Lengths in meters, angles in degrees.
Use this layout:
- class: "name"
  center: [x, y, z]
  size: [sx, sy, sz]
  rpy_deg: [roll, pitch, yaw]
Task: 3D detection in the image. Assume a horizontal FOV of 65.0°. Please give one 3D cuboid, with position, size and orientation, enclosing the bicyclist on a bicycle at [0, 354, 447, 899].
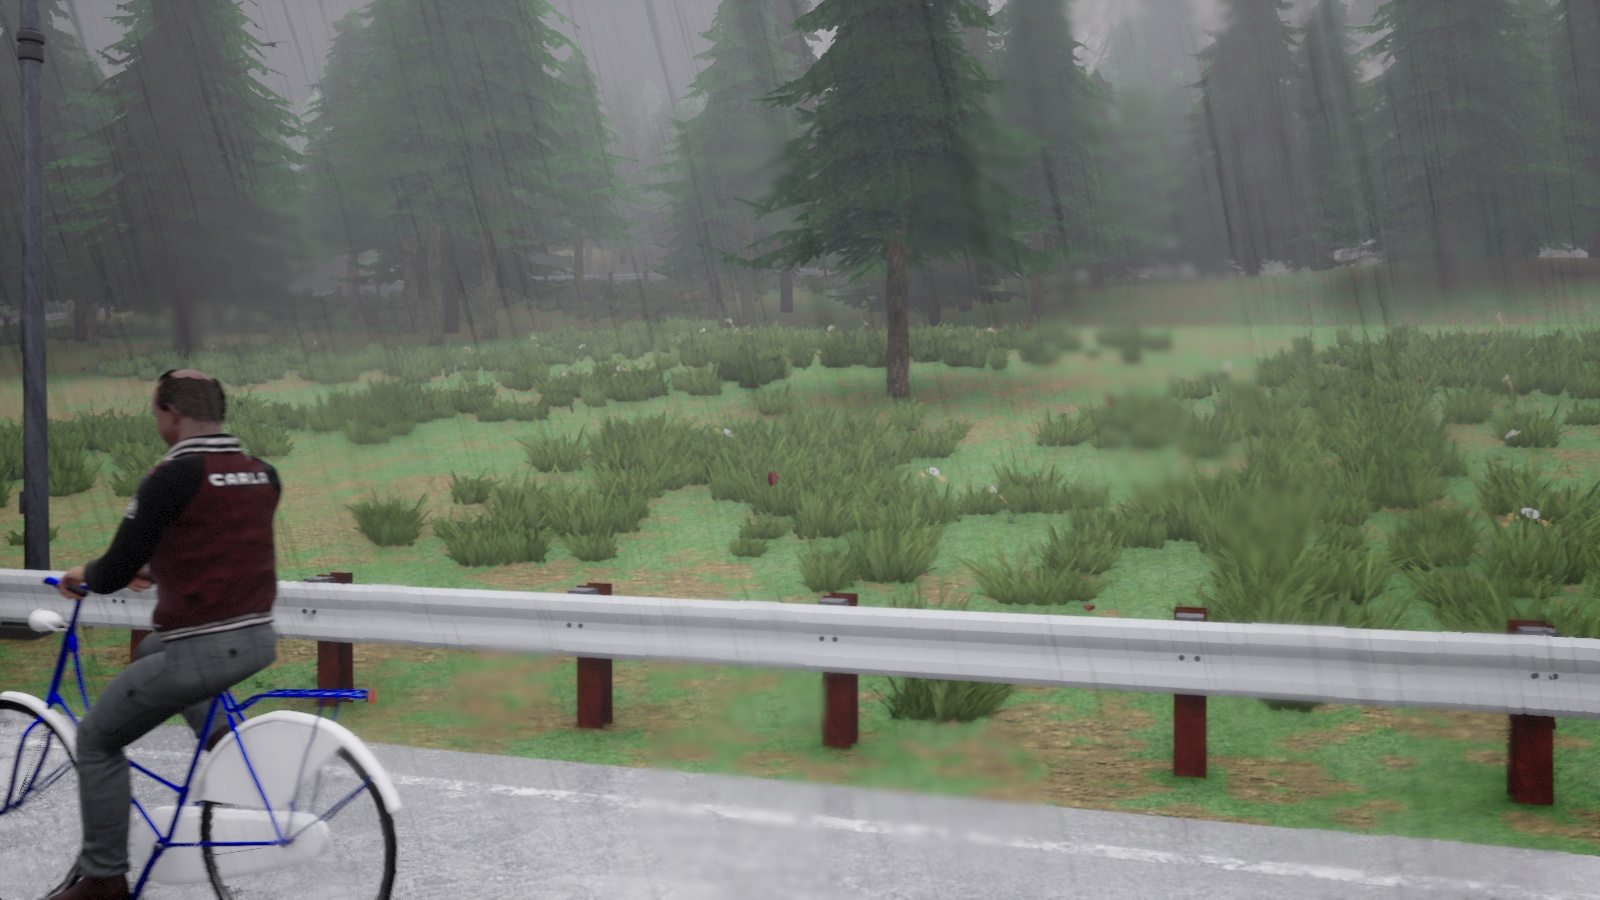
- class: "bicyclist on a bicycle"
  center: [-2.082, 0.621, 3.891]
  size: [1.843, 1.776, 0.659]
  rpy_deg: [1, 1, 19]
